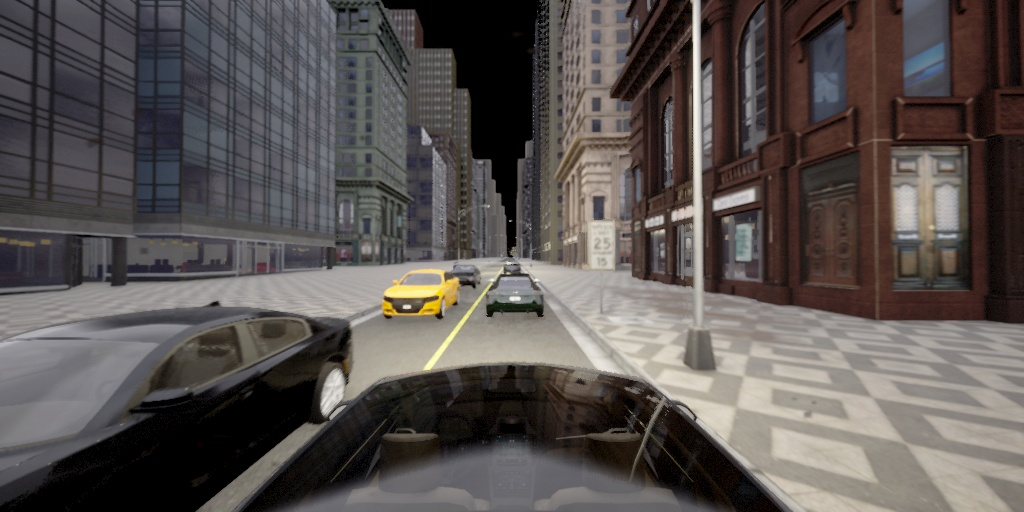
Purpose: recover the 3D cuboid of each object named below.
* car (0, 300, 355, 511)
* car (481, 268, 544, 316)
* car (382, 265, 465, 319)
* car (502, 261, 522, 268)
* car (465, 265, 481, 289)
[{"bbox_3d":[-3.097,1.228,2.911,1.882,1.535,5.008,0,0,0],"label":"car"},{"bbox_3d":[0.098,1.317,13.346,1.994,1.385,4.181,0,0,0],"label":"car"},{"bbox_3d":[-3.092,1.231,13.069,1.882,1.535,5.008,0,0,0],"label":"car"},{"bbox_3d":[0.042,1.234,38.101,2.128,1.511,4.902,0,0,1],"label":"car"},{"bbox_3d":[-3.050,1.299,23.741,2.033,1.411,5.357,0,0,1],"label":"car"}]
